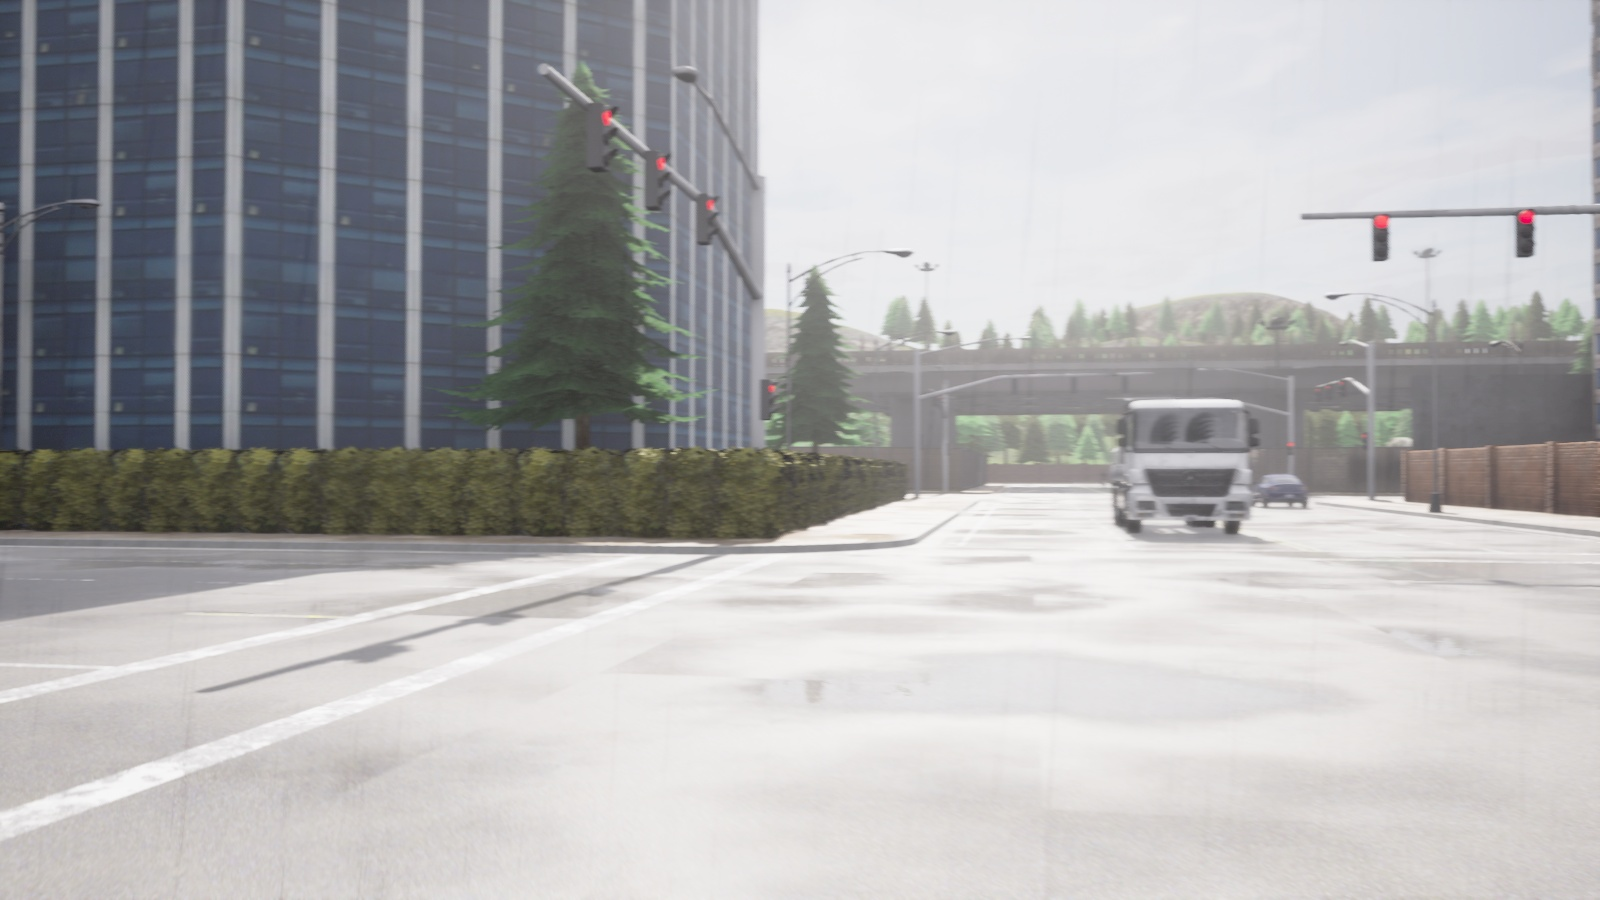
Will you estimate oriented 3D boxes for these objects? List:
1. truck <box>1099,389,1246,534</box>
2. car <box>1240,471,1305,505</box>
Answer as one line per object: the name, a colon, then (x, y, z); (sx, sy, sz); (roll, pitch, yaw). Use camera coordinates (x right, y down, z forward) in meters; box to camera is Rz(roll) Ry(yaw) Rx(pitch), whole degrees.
truck: (9.902, 0.346, 34.187); (2.891, 3.462, 7.936); (-1, -1, 10)
car: (20.674, 1.639, 55.165); (1.812, 1.442, 4.674); (-1, -1, 10)
